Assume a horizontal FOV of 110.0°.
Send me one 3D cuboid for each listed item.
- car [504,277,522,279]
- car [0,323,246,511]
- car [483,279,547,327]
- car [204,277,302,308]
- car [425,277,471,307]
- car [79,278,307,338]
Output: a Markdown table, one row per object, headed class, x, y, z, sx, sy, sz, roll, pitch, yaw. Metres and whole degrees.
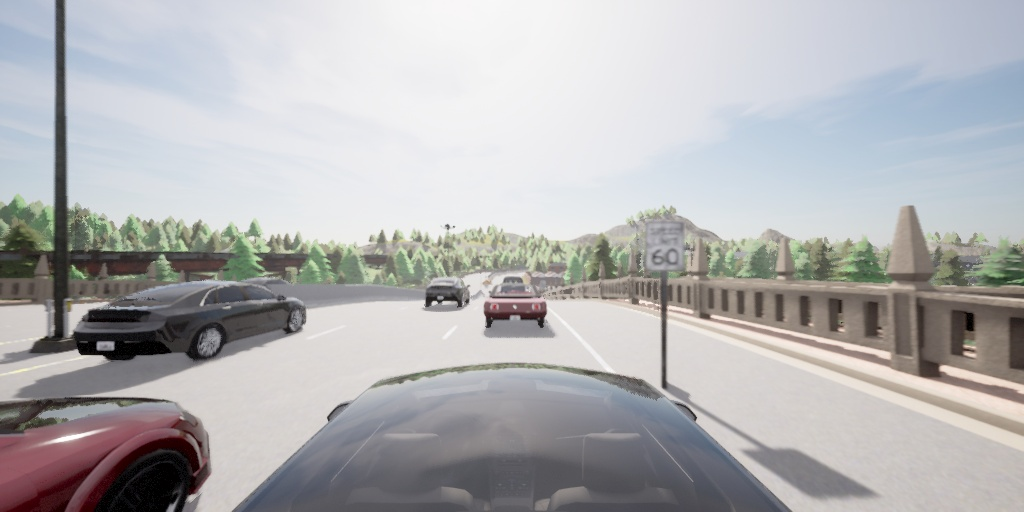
| class | x | y | z | sx | sy | sz | roll | pitch | yaw |
| --- | --- | --- | --- | --- | --- | --- | --- | --- | --- |
| car | 0.093 | 3.050 | 33.013 | 2.150 | 2.045 | 5.566 | 0 | -7 | 0 |
| car | -3.400 | 1.314 | 1.125 | 1.994 | 1.385 | 4.181 | 0 | 0 | 0 |
| car | 0.097 | 1.611 | 12.585 | 1.895 | 1.301 | 4.718 | 0 | -3 | 0 |
| car | -14.056 | 1.975 | 19.923 | 1.837 | 1.490 | 4.892 | 0 | -5 | 0 |
| car | -3.404 | 1.939 | 19.521 | 1.837 | 1.490 | 4.892 | 0 | -4 | 0 |
| car | -6.901 | 1.357 | 8.518 | 1.837 | 1.490 | 4.892 | 0 | -2 | 0 |
